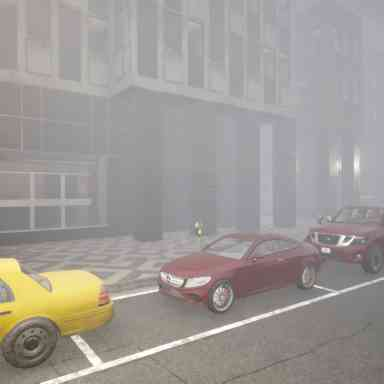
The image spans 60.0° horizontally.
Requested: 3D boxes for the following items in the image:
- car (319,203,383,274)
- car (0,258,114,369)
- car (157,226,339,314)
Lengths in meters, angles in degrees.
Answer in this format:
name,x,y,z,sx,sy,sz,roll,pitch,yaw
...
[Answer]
name,x,y,z,sx,sy,sz,roll,pitch,yaw
car,5.798,1.314,10.779,5.009,1.841,2.192,0,0,-35
car,-3.466,1.525,4.180,4.829,1.417,1.752,0,0,-35
car,1.235,1.582,7.528,4.206,1.307,1.802,0,0,-35
